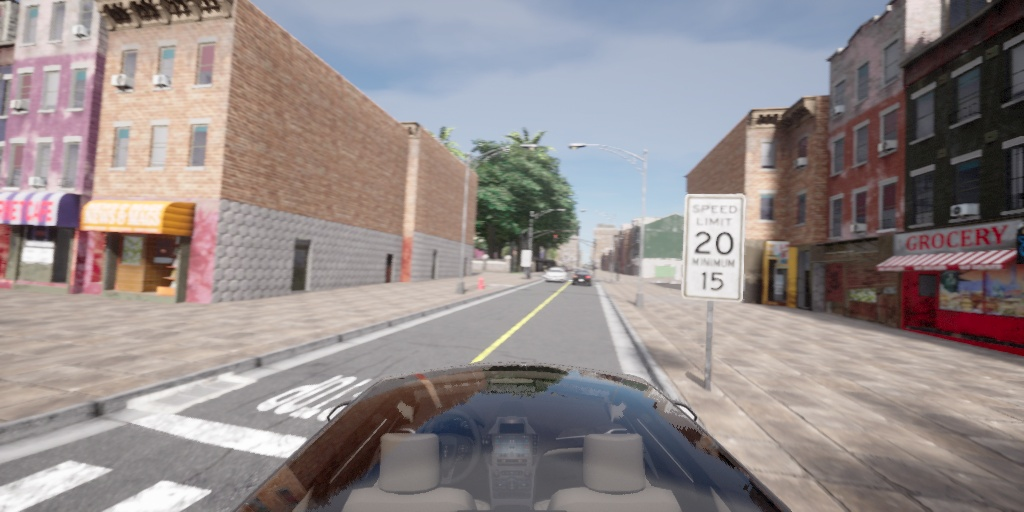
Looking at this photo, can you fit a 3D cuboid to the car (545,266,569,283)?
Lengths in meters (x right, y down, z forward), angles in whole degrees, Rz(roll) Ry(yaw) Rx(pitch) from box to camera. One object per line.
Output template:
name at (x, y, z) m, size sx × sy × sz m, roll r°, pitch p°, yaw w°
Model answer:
car at (4.712, 2.038, 38.167) m, size 1.812 × 1.442 × 4.674 m, roll 3°, pitch -1°, yaw 12°

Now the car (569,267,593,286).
car at (6.845, 2.098, 34.937) m, size 1.812 × 1.442 × 4.674 m, roll 3°, pitch -1°, yaw 13°

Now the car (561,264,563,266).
car at (7.506, 2.604, 64.301) m, size 2.007 × 1.370 × 4.403 m, roll 0°, pitch 0°, yaw 12°
